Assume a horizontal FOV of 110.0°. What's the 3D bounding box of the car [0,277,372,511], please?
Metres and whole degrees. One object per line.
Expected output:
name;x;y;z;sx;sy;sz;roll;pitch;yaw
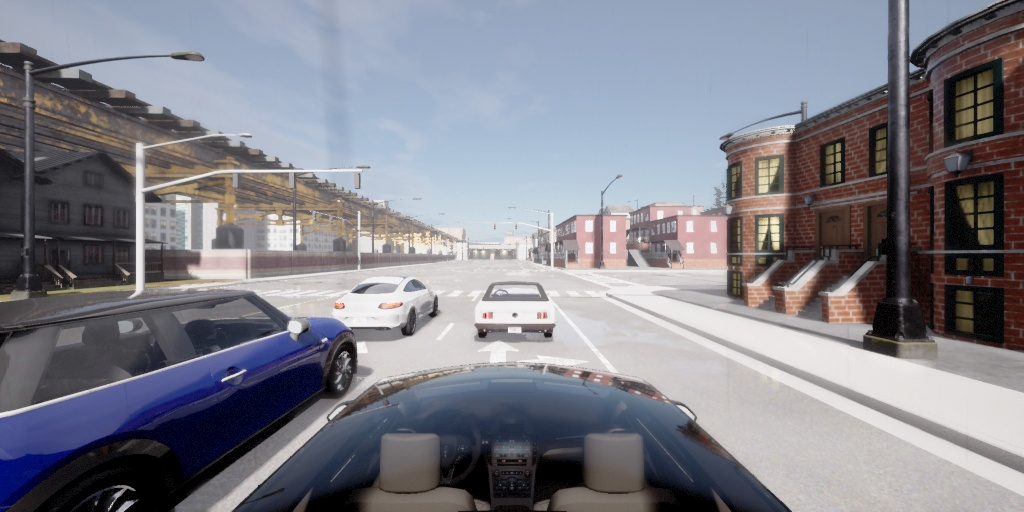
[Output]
car;-3.399;1.102;3.648;2.097;1.767;4.553;0;0;0

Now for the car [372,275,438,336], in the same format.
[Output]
car;-3.398;1.276;10.292;1.812;1.442;4.674;0;0;0

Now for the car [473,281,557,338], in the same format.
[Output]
car;0.105;1.351;10.184;1.895;1.301;4.718;0;0;1
